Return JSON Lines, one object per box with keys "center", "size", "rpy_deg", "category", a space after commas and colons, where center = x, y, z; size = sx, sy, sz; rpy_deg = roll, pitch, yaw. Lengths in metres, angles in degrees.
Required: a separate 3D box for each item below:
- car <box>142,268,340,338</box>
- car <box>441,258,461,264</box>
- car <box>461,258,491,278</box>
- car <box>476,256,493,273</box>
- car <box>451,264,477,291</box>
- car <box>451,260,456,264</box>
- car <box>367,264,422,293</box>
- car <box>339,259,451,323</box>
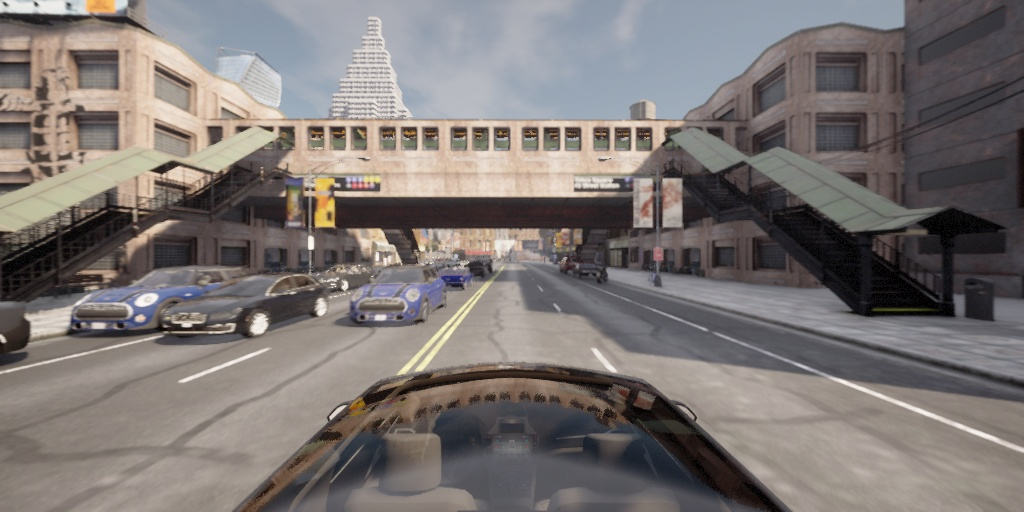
{"center": [-7.094, 1.257, 10.255], "size": [1.837, 1.490, 4.892], "rpy_deg": [0, 0, 0], "category": "car"}
{"center": [-6.875, 1.234, 40.636], "size": [1.882, 1.535, 5.008], "rpy_deg": [0, 0, 0], "category": "car"}
{"center": [-3.402, 1.233, 34.229], "size": [1.882, 1.535, 5.008], "rpy_deg": [0, 0, 1], "category": "car"}
{"center": [-3.370, 0.977, 42.038], "size": [2.150, 2.045, 5.566], "rpy_deg": [0, 0, 0], "category": "car"}
{"center": [-3.487, 1.354, 21.883], "size": [1.895, 1.301, 4.718], "rpy_deg": [0, 0, 0], "category": "car"}
{"center": [-6.909, 1.319, 33.964], "size": [1.994, 1.385, 4.181], "rpy_deg": [0, 0, 1], "category": "car"}
{"center": [-6.985, 1.279, 21.830], "size": [1.812, 1.442, 4.674], "rpy_deg": [0, 0, 0], "category": "car"}
{"center": [-3.591, 1.104, 12.060], "size": [2.097, 1.767, 4.553], "rpy_deg": [0, 0, 0], "category": "car"}
